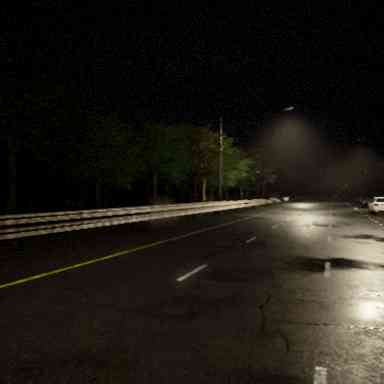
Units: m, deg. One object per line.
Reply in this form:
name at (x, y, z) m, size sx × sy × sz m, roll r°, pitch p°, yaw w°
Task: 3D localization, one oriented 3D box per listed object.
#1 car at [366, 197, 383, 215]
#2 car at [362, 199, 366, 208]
car at (21.693, 1.601, 38.071) m, size 2.150 × 2.045 × 5.566 m, roll 1°, pitch 0°, yaw 23°
car at (31.157, 1.880, 58.246) m, size 2.097 × 1.767 × 4.553 m, roll 1°, pitch 0°, yaw 31°
